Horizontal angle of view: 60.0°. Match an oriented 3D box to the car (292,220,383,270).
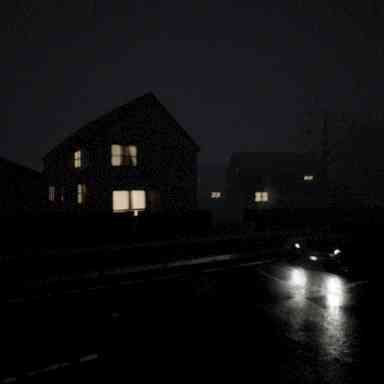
[{"bbox_3d":[5.957,1.714,11.919,5.357,1.411,2.033,1,-1,-35],"label":"car"}]
